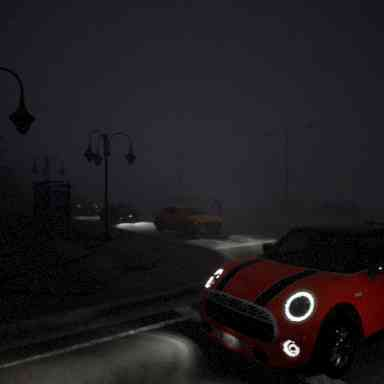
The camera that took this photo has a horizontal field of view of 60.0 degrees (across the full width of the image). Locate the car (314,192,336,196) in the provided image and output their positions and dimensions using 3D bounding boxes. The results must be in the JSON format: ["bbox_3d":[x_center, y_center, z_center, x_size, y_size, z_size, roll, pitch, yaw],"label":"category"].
[{"bbox_3d":[22.597,1.278,59.547,2.007,1.523,4.514,0,0,-36],"label":"car"}]

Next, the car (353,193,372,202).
[{"bbox_3d":[33.158,1.069,66.191,1.932,1.855,4.605,0,0,-36],"label":"car"}]

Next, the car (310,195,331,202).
[{"bbox_3d":[28.209,1.333,73.077,1.970,1.475,3.806,0,0,-36],"label":"car"}]

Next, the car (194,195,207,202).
[{"bbox_3d":[0.332,1.325,53.167,2.152,1.636,5.027,0,0,-36],"label":"car"}]

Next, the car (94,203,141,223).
[{"bbox_3d":[-5.655,1.572,25.801,1.994,1.385,4.181,0,0,-36],"label":"car"}]

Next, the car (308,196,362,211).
[{"bbox_3d":[12.913,1.370,30.102,1.845,1.501,3.633,0,0,-36],"label":"car"}]

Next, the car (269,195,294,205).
[{"bbox_3d":[14.432,1.306,53.786,1.845,1.501,3.633,0,0,-36],"label":"car"}]

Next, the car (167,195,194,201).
[{"bbox_3d":[-2.193,1.336,51.305,2.007,1.523,4.514,0,0,-36],"label":"car"}]

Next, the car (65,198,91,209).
[{"bbox_3d":[-15.534,1.532,45.295,1.812,1.442,4.674,0,0,-40],"label":"car"}]

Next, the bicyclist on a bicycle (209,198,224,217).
[{"bbox_3d":[2.055,1.304,27.908,1.656,1.620,0.582,0,0,-36],"label":"bicyclist on a bicycle"}]

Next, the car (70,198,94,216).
[{"bbox_3d":[-11.071,1.361,33.266,2.097,1.767,4.553,0,0,-36],"label":"car"}]

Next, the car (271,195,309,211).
[{"bbox_3d":[11.037,1.379,37.876,1.970,1.475,3.806,0,0,-36],"label":"car"}]

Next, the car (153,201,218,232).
[{"bbox_3d":[-0.331,1.486,18.463,1.882,1.535,5.008,0,0,-36],"label":"car"}]

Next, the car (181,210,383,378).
[{"bbox_3d":[2.337,1.354,5.655,4.553,1.767,2.097,0,0,-35],"label":"car"}]
